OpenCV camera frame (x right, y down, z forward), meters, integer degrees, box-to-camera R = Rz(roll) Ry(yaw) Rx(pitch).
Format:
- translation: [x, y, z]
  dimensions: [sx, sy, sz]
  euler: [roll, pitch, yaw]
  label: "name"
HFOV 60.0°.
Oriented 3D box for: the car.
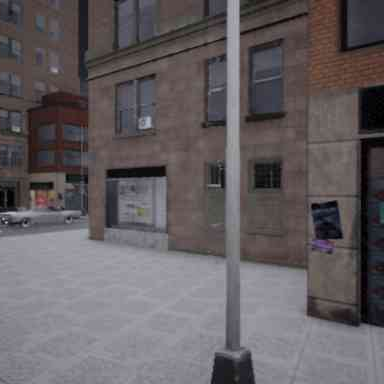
- translation: [-9.759, 1.502, 21.678]
  dimensions: [1.895, 1.301, 4.718]
  euler: [0, 0, 35]
  label: "car"
